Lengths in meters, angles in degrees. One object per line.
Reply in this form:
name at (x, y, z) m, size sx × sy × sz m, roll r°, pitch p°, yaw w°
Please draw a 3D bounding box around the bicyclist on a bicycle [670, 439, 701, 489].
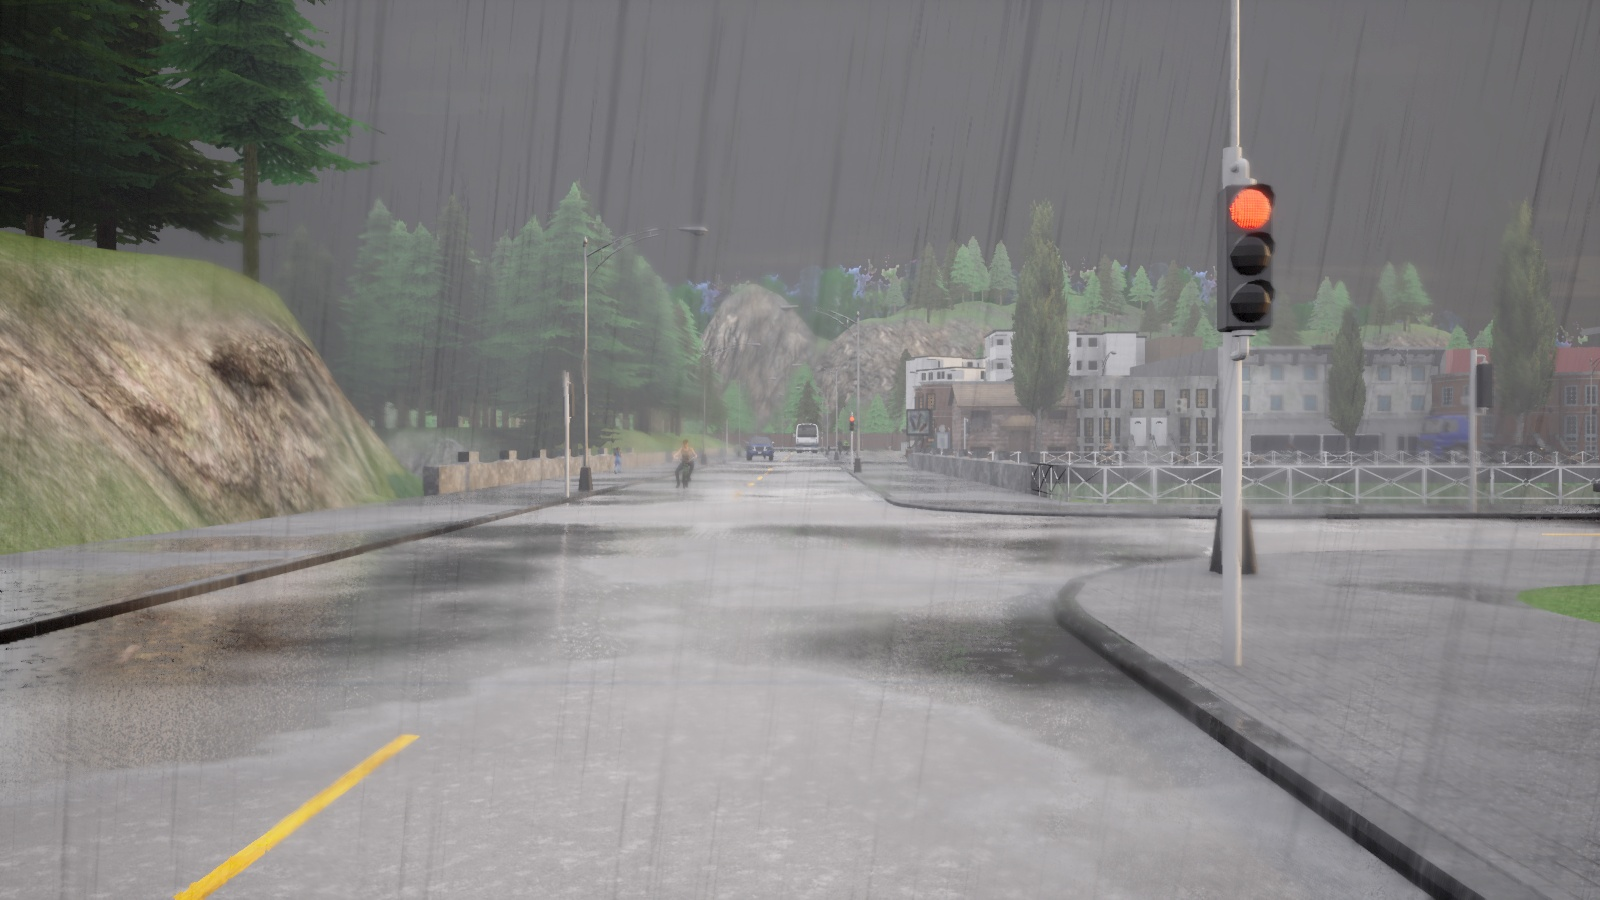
bicyclist on a bicycle at (-3.753, 0.448, 41.180) m, size 0.866 × 1.612 × 1.509 m, roll 0°, pitch 0°, yaw 0°
